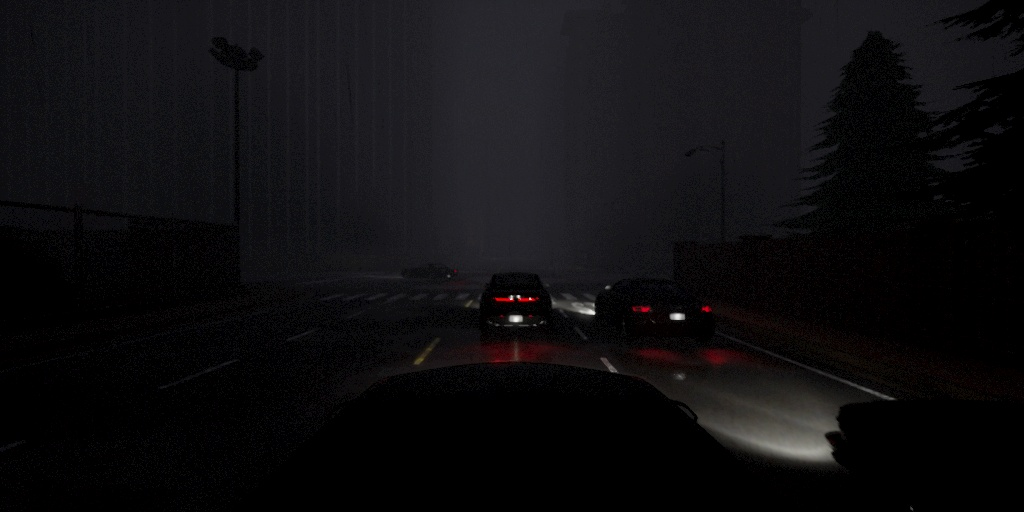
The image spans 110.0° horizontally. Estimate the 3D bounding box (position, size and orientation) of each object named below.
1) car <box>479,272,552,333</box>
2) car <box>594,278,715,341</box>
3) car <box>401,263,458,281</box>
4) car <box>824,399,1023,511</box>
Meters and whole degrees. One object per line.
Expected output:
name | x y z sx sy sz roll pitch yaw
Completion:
car | 0.100 1.217 10.651 1.837 1.490 4.892 0 -1 0
car | 3.599 1.283 9.796 1.994 1.385 4.181 0 0 0
car | -6.609 1.210 28.327 4.718 1.301 1.895 0 0 35
car | 3.602 1.302 0.555 2.033 1.411 5.357 0 0 0
